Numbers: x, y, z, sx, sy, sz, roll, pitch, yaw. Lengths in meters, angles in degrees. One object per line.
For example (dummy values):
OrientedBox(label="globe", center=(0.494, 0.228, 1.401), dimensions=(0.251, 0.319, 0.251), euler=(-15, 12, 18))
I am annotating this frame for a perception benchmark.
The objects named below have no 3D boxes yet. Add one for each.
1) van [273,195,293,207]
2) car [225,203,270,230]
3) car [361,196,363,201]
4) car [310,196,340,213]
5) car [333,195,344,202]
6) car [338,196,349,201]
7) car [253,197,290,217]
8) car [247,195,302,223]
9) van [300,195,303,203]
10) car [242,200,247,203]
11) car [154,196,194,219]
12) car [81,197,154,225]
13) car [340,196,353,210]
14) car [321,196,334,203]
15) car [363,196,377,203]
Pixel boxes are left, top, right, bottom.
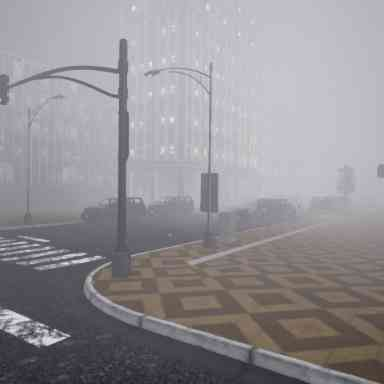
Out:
OrientedBox(label="van", center=(13.949, 1.345, 50.846), dimensions=(1.690, 1.788, 3.998), euler=(1, 0, 35))
OrientedBox(label="car", center=(3.300, 1.668, 22.004), dimensions=(1.802, 1.307, 4.206), euler=(1, 0, 35))
OrientedBox(label="car", center=(44.103, 1.655, 84.161), dimensions=(2.128, 1.511, 4.902), euler=(1, 1, 35))
OrientedBox(label="car", center=(15.386, 1.427, 39.164), dimensions=(2.192, 1.841, 5.009), euler=(1, 0, 35))
OrientedBox(label="car", center=(36.320, 1.570, 82.378), dimensions=(1.752, 1.417, 4.829), euler=(1, 1, 35))
OrientedBox(label="car", center=(39.613, 1.623, 87.019), dimensions=(1.947, 1.339, 4.313), euler=(1, 1, 35))
OrientedBox(label="car", center=(8.062, 1.413, 33.365), dimensions=(2.097, 1.767, 4.553), euler=(1, 1, 35))
OrientedBox(label="car", center=(6.797, 1.409, 26.927), dimensions=(2.192, 1.841, 5.009), euler=(1, 0, 35))
OrientedBox(label="van", center=(17.159, 1.351, 55.370), dimensions=(1.690, 1.788, 3.998), euler=(1, 0, 35))
OrientedBox(label="car", center=(7.770, 1.430, 42.252), dimensions=(1.967, 1.590, 4.097), euler=(1, 0, 35))
OrientedBox(label="car", center=(-1.754, 1.283, 28.939), dimensions=(2.192, 1.841, 5.009), euler=(1, 0, 35))
OrientedBox(label="car", center=(-5.418, 1.275, 23.775), dimensions=(2.192, 1.841, 5.009), euler=(1, 0, 35))
OrientedBox(label="car", center=(20.375, 1.437, 46.286), dimensions=(2.192, 1.841, 5.009), euler=(1, 0, 35))
OrientedBox(label="car", center=(29.997, 1.616, 73.468), dimensions=(1.802, 1.307, 4.206), euler=(1, 1, 35))
OrientedBox(label="car", center=(39.635, 1.598, 73.432), dimensions=(1.967, 1.590, 4.097), euler=(1, 1, 35))
